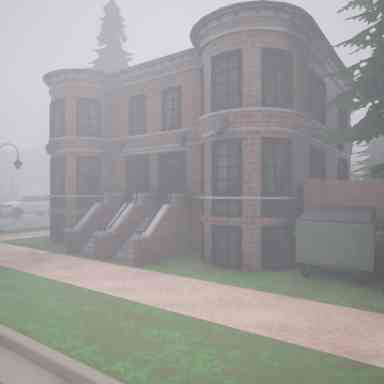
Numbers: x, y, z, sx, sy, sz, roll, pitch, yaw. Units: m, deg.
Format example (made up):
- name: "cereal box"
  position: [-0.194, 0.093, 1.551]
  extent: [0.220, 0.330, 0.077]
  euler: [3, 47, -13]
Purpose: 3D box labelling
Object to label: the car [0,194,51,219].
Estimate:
- name: "car"
  position: [-14.418, 1.209, 29.763]
  extent: [2.150, 2.045, 5.566]
  euler: [0, 0, 34]
